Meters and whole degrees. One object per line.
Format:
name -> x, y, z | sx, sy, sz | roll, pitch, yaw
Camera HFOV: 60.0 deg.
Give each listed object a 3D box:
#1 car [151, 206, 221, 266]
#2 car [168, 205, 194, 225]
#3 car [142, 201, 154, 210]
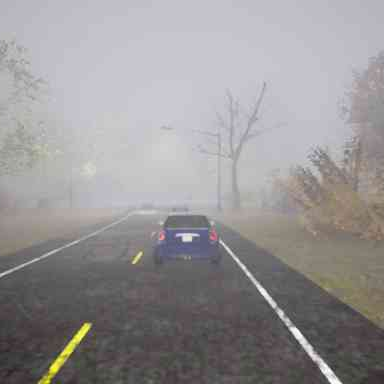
car -> -0.188, 1.472, 12.265 | 2.097, 1.767, 4.553 | 0, -1, -1
car -> -0.936, 1.831, 27.516 | 1.994, 1.385, 4.181 | 0, 0, -3
car -> -6.776, 2.098, 51.403 | 1.895, 1.301, 4.718 | 0, -1, -6
